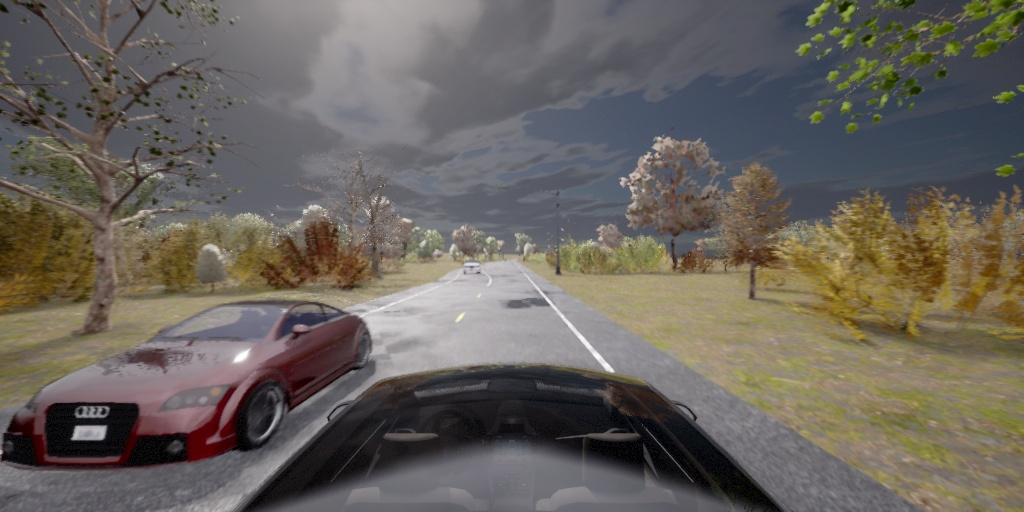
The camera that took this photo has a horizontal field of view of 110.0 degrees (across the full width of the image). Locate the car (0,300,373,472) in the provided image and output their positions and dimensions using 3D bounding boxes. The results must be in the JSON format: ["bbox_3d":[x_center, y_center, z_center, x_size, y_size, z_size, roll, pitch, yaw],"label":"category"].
[{"bbox_3d":[-3.605,1.344,5.053,1.994,1.385,4.181,0,-1,0],"label":"car"}]

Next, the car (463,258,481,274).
[{"bbox_3d":[-5.341,1.335,47.748,2.150,2.045,5.566,0,-1,-7],"label":"car"}]
